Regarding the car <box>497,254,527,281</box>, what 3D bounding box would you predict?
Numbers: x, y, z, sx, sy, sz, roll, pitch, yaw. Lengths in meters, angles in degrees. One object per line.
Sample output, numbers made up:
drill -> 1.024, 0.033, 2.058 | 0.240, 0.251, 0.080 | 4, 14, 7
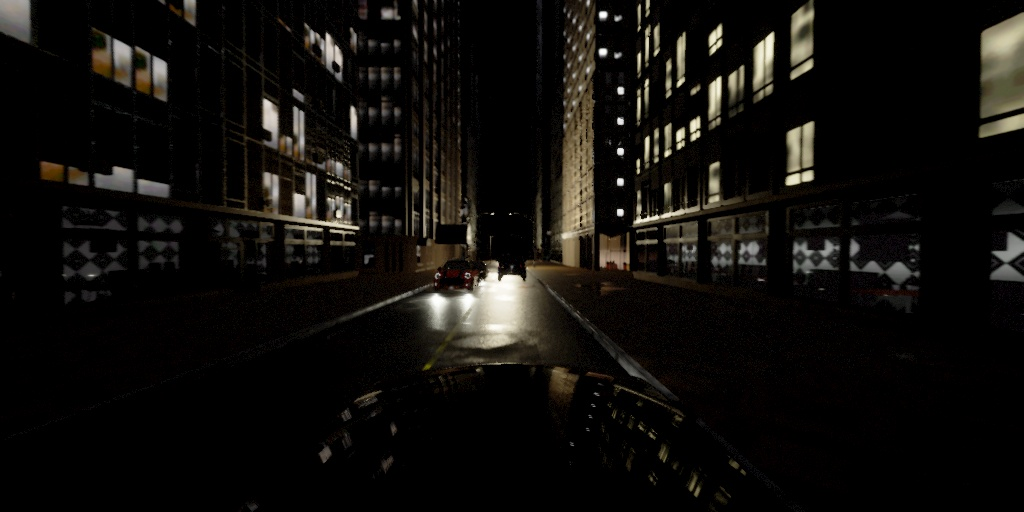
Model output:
car -> 0.007, 0.845, 28.425 | 2.150, 2.045, 5.566 | 0, 0, 0

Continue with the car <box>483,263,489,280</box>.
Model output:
car -> -2.999, 1.177, 29.693 | 1.812, 1.442, 4.674 | 0, 0, 0

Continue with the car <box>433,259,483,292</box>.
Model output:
car -> -3.085, 1.010, 20.554 | 2.097, 1.767, 4.553 | 0, 0, 0
